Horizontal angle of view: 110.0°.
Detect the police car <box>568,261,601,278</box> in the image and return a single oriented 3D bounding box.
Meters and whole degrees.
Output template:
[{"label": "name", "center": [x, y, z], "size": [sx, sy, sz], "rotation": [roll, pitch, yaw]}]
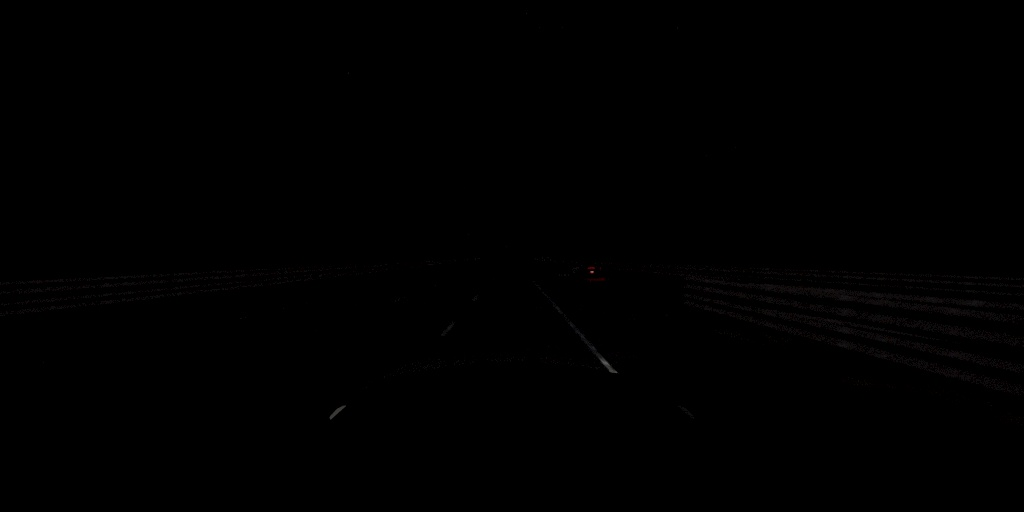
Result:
[{"label": "police car", "center": [7.144, 1.329, 36.001], "size": [2.038, 1.542, 4.974], "rotation": [0, 0, -9]}]
